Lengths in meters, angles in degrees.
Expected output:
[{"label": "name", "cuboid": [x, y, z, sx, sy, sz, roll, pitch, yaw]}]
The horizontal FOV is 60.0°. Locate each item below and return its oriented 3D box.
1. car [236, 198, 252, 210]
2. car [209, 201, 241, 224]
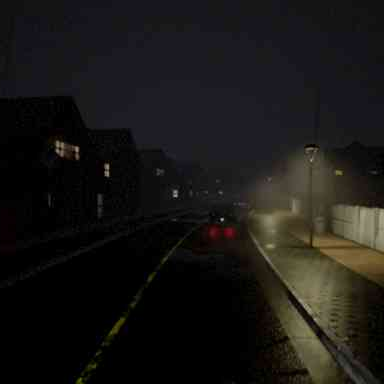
[{"label": "car", "cuboid": [6.446, 1.474, 42.295, 2.033, 1.411, 5.357, 0, 0, 16]}, {"label": "car", "cuboid": [2.463, 1.604, 25.162, 1.895, 1.301, 4.718, 0, 0, 10]}]
